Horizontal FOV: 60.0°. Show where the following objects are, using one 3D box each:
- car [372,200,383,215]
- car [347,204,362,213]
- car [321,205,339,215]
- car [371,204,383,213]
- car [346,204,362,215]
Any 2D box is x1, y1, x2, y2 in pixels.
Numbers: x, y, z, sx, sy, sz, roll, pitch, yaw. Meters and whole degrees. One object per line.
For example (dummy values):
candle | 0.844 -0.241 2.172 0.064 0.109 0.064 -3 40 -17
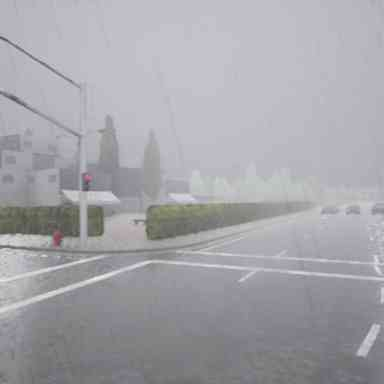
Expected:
car | 27.259 2.400 48.137 2.097 1.767 4.553 -2 -2 27
car | 28.365 2.808 57.911 2.128 1.511 4.902 -2 -2 27
car | 21.421 2.801 52.073 1.994 1.385 4.181 -2 -2 27
car | 31.477 2.777 56.307 2.033 1.411 5.357 -2 -2 27
car | 24.179 2.736 49.785 1.895 1.301 4.718 -2 -2 27
